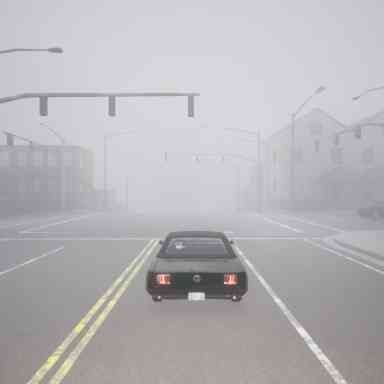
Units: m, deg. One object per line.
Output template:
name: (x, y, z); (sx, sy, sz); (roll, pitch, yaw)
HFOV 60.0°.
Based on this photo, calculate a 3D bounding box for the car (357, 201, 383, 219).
car: (16.674, 1.477, 28.200); (5.008, 1.535, 1.882); (0, 0, -1)

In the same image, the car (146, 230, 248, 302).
car: (0.106, 1.601, 8.234); (1.895, 1.301, 4.718); (0, 0, 0)
